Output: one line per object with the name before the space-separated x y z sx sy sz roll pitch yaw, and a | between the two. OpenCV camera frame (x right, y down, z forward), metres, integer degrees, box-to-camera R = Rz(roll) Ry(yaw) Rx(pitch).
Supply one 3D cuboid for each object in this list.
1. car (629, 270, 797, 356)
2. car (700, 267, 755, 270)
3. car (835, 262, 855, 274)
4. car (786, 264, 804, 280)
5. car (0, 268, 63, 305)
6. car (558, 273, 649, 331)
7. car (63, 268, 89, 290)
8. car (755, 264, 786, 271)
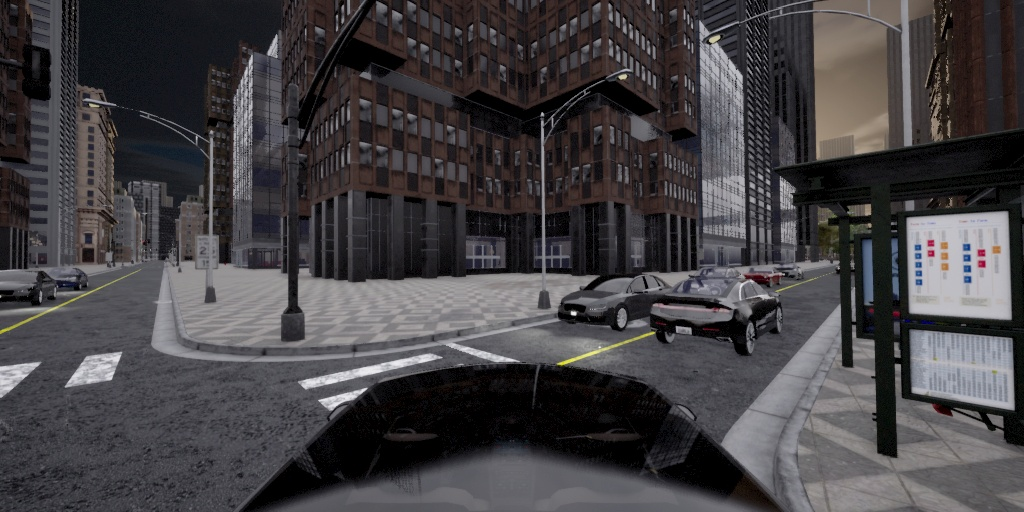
car | 5.121 1.251 8.753 4.902 1.511 2.128 0 -1 -44
car | 10.222 1.305 18.010 4.902 1.511 2.128 0 -1 -44
car | 37.459 1.350 39.944 4.718 1.301 1.895 0 -1 -44
car | 24.170 1.373 31.462 4.181 1.385 1.994 0 -1 -44
car | -22.362 1.399 16.171 1.837 1.490 4.892 0 -1 -44
car | 3.477 1.320 11.436 4.892 1.490 1.837 0 -1 -42
car | -29.624 1.495 23.690 2.033 1.411 5.357 0 -1 -44
car | 16.932 1.413 24.498 4.718 1.301 1.895 0 -1 -44
